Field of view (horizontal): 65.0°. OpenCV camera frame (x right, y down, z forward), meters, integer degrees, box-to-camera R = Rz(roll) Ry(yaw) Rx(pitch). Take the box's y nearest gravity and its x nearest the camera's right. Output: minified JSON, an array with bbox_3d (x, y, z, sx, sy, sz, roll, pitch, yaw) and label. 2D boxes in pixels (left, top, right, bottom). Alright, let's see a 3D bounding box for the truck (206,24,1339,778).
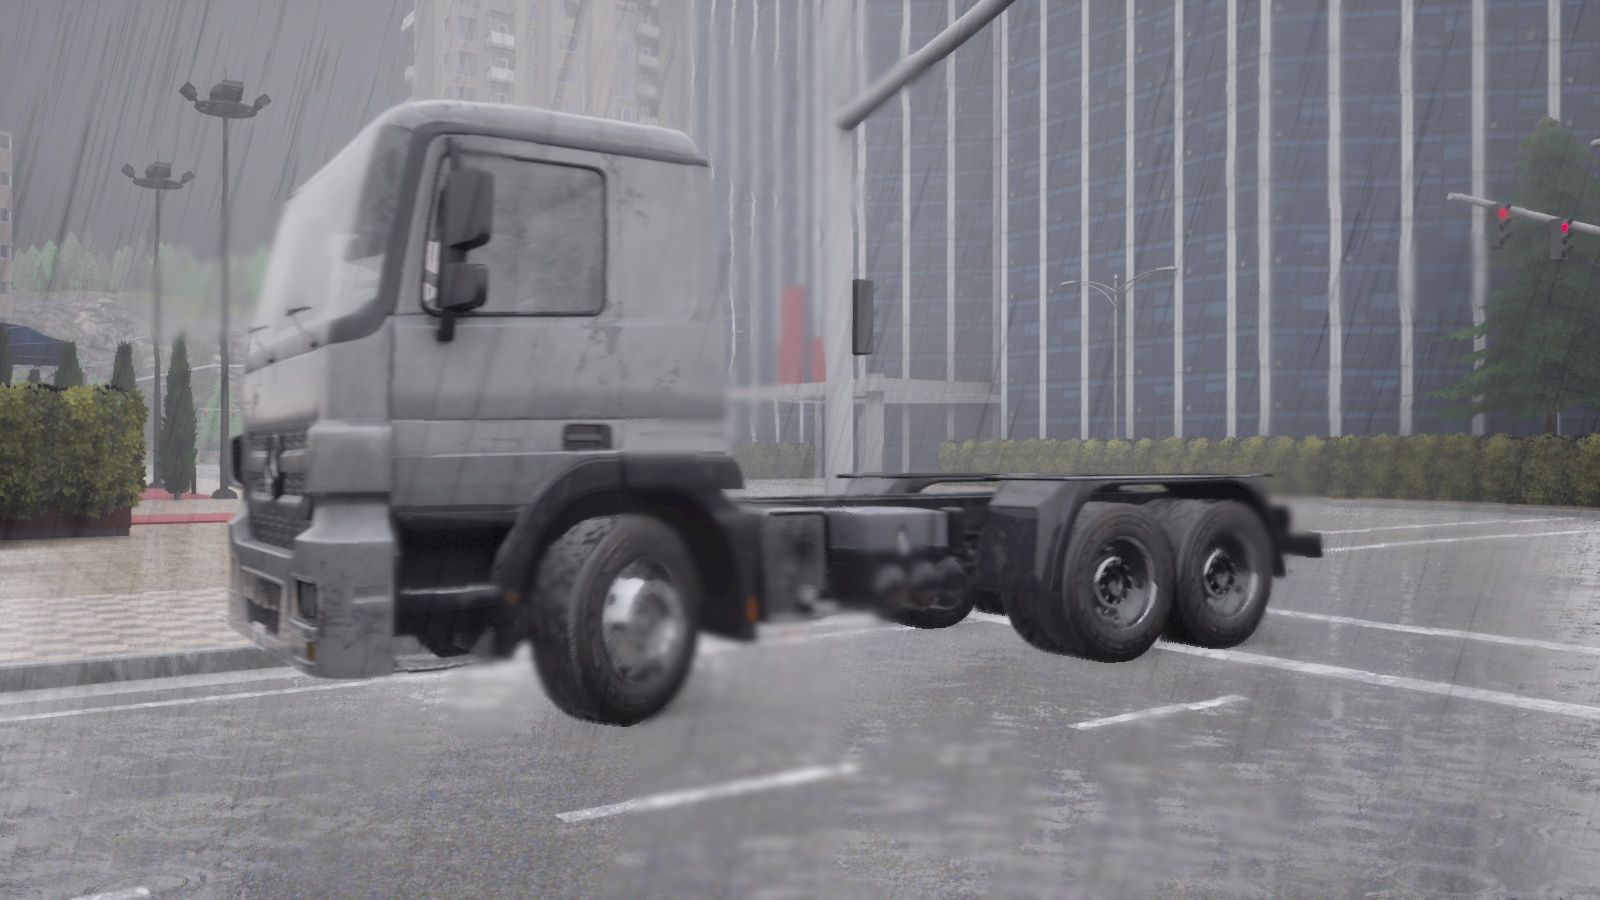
[{"bbox_3d":[0.242,-0.215,9.165,7.936,3.462,2.891,0,-1,-34],"label":"truck"}]
